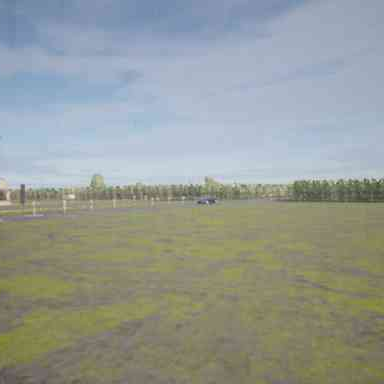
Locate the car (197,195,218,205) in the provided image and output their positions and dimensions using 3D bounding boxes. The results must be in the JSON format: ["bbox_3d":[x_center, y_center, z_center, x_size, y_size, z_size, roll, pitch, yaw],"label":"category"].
[{"bbox_3d":[2.698,1.370,57.606,1.837,1.490,4.892,-1,0,37],"label":"car"}]
